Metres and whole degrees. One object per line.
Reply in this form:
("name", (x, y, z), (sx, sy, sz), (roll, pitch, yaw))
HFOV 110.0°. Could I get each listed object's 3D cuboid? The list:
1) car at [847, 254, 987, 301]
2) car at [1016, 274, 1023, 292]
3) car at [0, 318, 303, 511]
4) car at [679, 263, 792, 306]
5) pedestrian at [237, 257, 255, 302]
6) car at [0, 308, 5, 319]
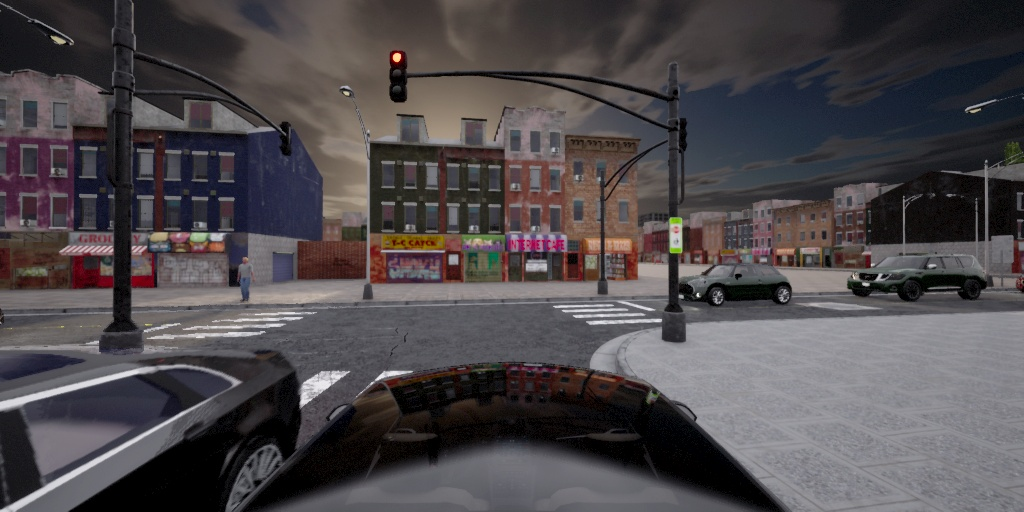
("car", (18.779, 0.928, 16.698), (5.566, 2.045, 2.150), (0, 0, -9))
("car", (28.627, 1.034, 18.197), (4.553, 1.767, 2.097), (0, 0, -8))
("car", (-2.578, 1.241, 1.042), (2.128, 1.511, 4.902), (0, 0, -3))
("car", (9.178, 1.083, 15.164), (4.553, 1.767, 2.097), (0, 0, -10))
("pedestrian", (-11.105, 0.945, 14.964), (0.375, 1.860, 0.375), (0, 0, -9))
("car", (-15.409, 1.275, 8.371), (4.902, 1.511, 2.128), (0, 0, -8))
